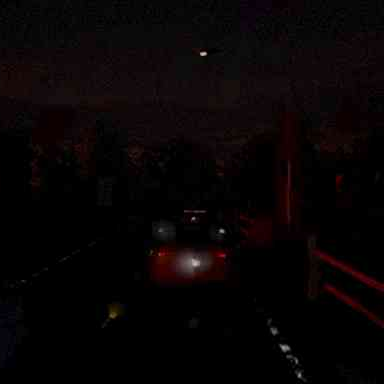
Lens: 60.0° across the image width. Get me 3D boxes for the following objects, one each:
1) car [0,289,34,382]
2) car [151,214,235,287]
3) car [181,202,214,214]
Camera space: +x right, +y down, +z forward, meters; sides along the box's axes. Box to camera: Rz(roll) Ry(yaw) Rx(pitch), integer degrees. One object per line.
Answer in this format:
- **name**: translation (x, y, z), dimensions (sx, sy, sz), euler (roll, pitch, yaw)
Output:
- **car**: translation (-2.865, 1.540, 1.793), dimensions (2.033, 1.411, 5.357), euler (0, 0, 0)
- **car**: translation (0.011, 1.528, 9.277), dimensions (1.994, 1.385, 4.181), euler (0, 0, 0)
- **car**: translation (0.392, 1.409, 22.896), dimensions (2.128, 1.511, 4.902), euler (0, 0, 7)
